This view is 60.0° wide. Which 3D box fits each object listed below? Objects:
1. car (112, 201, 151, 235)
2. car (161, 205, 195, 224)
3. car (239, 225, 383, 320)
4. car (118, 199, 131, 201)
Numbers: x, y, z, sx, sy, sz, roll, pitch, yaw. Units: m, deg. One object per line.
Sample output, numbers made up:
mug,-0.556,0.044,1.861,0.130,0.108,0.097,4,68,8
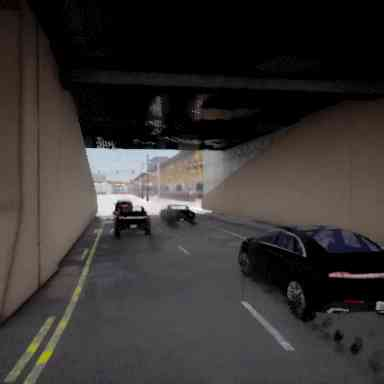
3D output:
car,-3.429,1.491,18.770,2.128,1.511,4.902,0,0,-13
car,-1.183,1.583,24.699,1.895,1.301,4.718,0,0,-13
car,2.489,1.468,7.335,2.128,1.511,4.902,0,0,-9
car,-7.030,1.510,34.493,1.837,1.490,4.892,0,-1,-13
